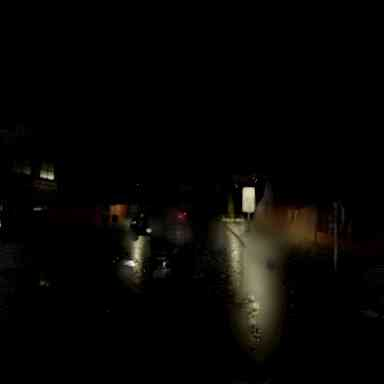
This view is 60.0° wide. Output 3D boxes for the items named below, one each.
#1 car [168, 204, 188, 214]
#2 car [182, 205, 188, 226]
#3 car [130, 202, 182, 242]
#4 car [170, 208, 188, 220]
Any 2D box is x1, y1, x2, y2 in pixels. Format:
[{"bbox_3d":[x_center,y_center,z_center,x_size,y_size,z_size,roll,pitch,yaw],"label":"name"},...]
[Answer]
[{"bbox_3d":[-2.613,3.111,61.200,1.882,1.535,5.008,3,-2,-24],"label":"car"},{"bbox_3d":[-1.704,2.026,29.321,2.097,1.767,4.553,1,-2,2],"label":"car"},{"bbox_3d":[-2.035,1.635,19.348,2.150,2.045,5.566,1,-1,2],"label":"car"},{"bbox_3d":[-1.452,2.560,39.351,1.895,1.301,4.718,1,-2,1],"label":"car"}]
